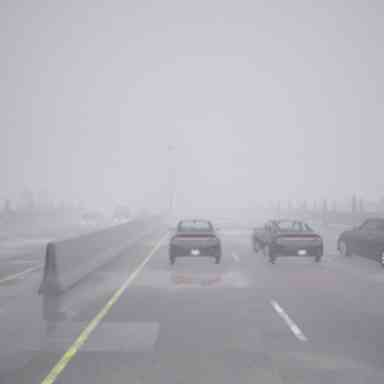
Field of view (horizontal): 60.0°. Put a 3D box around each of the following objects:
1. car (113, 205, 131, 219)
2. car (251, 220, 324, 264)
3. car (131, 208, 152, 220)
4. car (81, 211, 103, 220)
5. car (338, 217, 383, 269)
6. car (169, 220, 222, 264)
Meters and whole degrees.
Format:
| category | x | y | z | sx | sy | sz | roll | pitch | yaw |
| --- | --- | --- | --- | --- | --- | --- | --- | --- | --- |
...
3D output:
| category | x | y | z | sx | sy | sz | roll | pitch | yaw |
| --- | --- | --- | --- | --- | --- | --- | --- | --- | --- |
| car | -10.651 | 3.073 | 51.473 | 2.150 | 2.045 | 5.566 | 0 | -2 | -1 |
| car | 3.612 | 1.860 | 13.319 | 2.128 | 1.511 | 4.902 | 0 | -2 | 0 |
| car | -7.118 | 3.091 | 48.572 | 2.097 | 1.767 | 4.553 | 0 | -2 | -1 |
| car | -14.064 | 3.279 | 46.992 | 1.895 | 1.301 | 4.718 | 0 | -2 | 0 |
| car | 7.110 | 1.670 | 12.023 | 2.097 | 1.767 | 4.553 | 0 | -2 | 0 |
| car | 0.112 | 1.860 | 13.310 | 2.128 | 1.511 | 4.902 | 0 | -2 | 0 |
